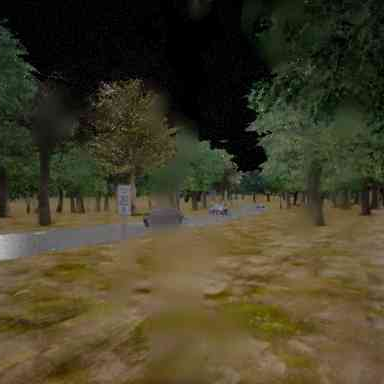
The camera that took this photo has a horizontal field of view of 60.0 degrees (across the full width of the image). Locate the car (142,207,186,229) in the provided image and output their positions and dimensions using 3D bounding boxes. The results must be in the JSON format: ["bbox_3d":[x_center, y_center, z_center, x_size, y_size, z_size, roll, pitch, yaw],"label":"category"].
[{"bbox_3d":[-2.116,2.077,27.044,1.837,1.490,4.892,1,-1,24],"label":"car"}]

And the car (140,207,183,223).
[{"bbox_3d":[-2.899,2.218,33.136,2.033,1.411,5.357,1,-1,23],"label":"car"}]

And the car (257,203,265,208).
[{"bbox_3d":[18.453,3.713,89.402,1.994,1.385,4.181,1,-1,12],"label":"car"}]

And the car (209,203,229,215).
[{"bbox_3d":[4.162,2.583,51.129,2.097,1.767,4.553,1,-1,20],"label":"car"}]
